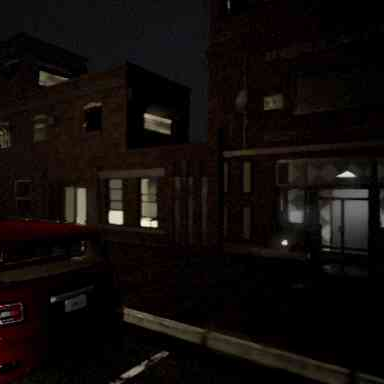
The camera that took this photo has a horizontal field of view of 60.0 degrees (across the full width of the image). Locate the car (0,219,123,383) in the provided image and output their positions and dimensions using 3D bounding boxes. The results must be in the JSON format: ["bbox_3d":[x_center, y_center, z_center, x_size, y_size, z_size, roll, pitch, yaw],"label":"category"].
[{"bbox_3d":[-3.264,1.374,5.182,5.009,1.841,2.192,-1,0,35],"label":"car"}]
